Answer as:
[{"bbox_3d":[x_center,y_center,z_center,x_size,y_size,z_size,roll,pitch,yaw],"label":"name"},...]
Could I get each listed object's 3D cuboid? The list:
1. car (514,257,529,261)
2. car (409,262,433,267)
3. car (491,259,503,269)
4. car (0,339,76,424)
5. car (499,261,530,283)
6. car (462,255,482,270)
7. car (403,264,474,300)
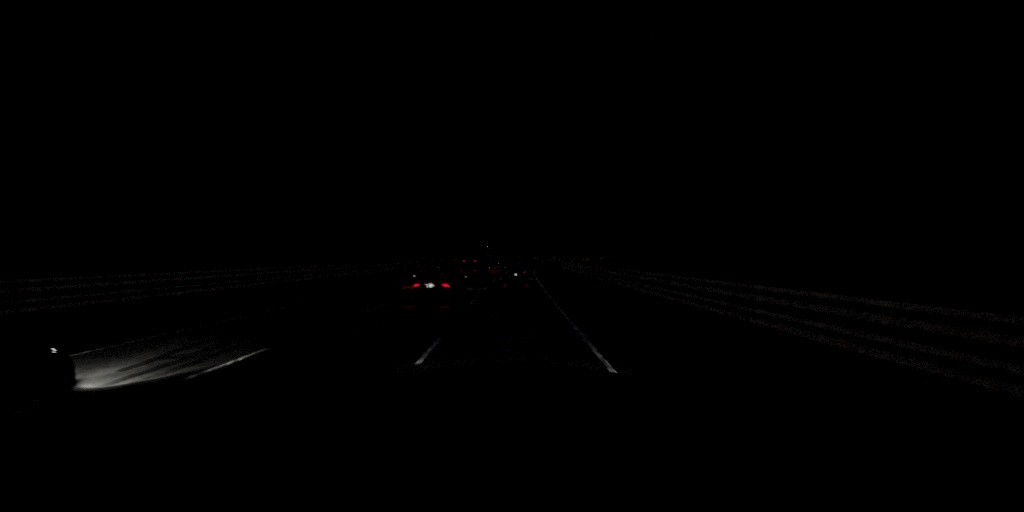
[{"bbox_3d":[0.723,1.214,40.527,1.882,1.535,5.008,0,0,2],"label":"car"},{"bbox_3d":[-6.631,1.205,27.046,1.882,1.535,5.008,0,0,2],"label":"car"},{"bbox_3d":[-2.112,1.206,53.961,1.837,1.490,4.892,0,0,3],"label":"car"},{"bbox_3d":[-6.908,1.298,3.053,1.994,1.385,4.181,0,0,0],"label":"car"},{"bbox_3d":[0.319,1.312,27.828,1.994,1.385,4.181,0,0,1],"label":"car"},{"bbox_3d":[-5.742,0.916,51.975,2.150,2.045,5.566,0,0,3],"label":"car"},{"bbox_3d":[-3.360,1.289,17.609,2.033,1.411,5.357,0,0,1],"label":"car"}]
